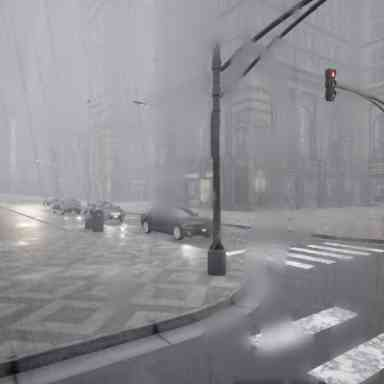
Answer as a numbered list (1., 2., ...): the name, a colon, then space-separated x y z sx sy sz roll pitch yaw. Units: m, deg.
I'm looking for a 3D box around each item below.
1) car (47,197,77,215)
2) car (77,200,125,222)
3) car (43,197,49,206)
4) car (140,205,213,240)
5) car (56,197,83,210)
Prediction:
1. car: -12.954 1.518 34.131 2.033 1.411 5.357 0 0 -35
2. car: -6.807 1.480 25.499 2.128 1.511 4.902 0 0 -36
3. car: -21.983 1.446 52.116 1.812 1.442 4.674 0 0 -35
4. car: -0.894 1.470 17.211 1.882 1.535 5.008 0 0 -36
5. car: -16.342 1.489 44.301 2.033 1.411 5.357 0 0 -35
